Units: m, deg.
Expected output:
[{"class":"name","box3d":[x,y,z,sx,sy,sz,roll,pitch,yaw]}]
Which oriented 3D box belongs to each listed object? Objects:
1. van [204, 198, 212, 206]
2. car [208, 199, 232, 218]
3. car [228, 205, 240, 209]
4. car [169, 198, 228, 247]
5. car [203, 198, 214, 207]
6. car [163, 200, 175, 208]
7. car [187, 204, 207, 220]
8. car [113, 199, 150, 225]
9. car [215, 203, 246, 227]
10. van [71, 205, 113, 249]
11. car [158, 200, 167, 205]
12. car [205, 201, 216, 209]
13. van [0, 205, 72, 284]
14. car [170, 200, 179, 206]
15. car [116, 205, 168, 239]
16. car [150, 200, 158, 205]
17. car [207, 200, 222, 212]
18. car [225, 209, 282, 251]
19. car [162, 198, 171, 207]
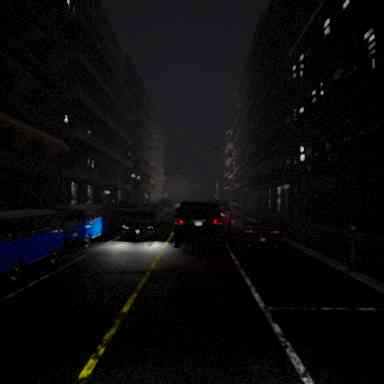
[{"class":"van","box3d":[3.546,2.299,75.827,1.690,1.788,3.998,1,-1,1]},{"class":"car","box3d":[3.033,1.749,37.113,2.192,1.841,5.009,1,-1,1]},{"class":"car","box3d":[2.840,1.782,20.519,1.887,1.381,4.507,2,-1,1]},{"class":"car","box3d":[0.299,1.397,16.033,2.150,2.045,5.566,0,-1,1]},{"class":"car","box3d":[3.473,2.192,70.296,2.192,1.841,5.009,1,-1,1]},{"class":"car","box3d":[-4.451,2.313,64.923,1.887,1.381,4.507,2,-1,1]},{"class":"car","box3d":[0.530,1.986,33.929,1.895,1.301,4.718,0,-1,1]},{"class":"car","box3d":[-4.959,1.587,26.219,2.192,1.841,5.009,2,-1,1]},{"class":"car","box3d":[2.924,1.742,26.051,1.967,1.590,4.097,2,-1,1]},{"class":"van","box3d":[-5.107,1.485,15.159,1.690,1.788,3.998,2,-1,1]},{"class":"car","box3d":[-4.745,2.039,42.806,1.947,1.339,4.313,2,-1,1]},{"class":"car","box3d":[3.320,2.303,59.232,1.802,1.307,4.206,1,-1,1]},{"class":"van","box3d":[-5.180,1.423,9.628,1.690,1.788,3.998,2,-1,1]},{"class":"car","box3d":[-4.231,2.593,81.513,1.802,1.307,4.206,1,-1,1]},{"class":"car","box3d":[-2.614,1.697,18.607,1.837,1.490,4.892,0,-1,1]},{"class":"car","box3d":[-4.885,1.653,31.748,2.192,1.841,5.009,2,-1,1]},{"class":"car","box3d":[3.176,2.014,48.173,1.967,1.590,4.097,1,-1,1]},{"class":"car","box3d":[2.766,1.718,14.990,1.887,1.381,4.507,2,-1,1]},{"class":"car","box3d":[-4.518,2.007,59.395,2.192,1.841,5.009,2,-1,1]}]
